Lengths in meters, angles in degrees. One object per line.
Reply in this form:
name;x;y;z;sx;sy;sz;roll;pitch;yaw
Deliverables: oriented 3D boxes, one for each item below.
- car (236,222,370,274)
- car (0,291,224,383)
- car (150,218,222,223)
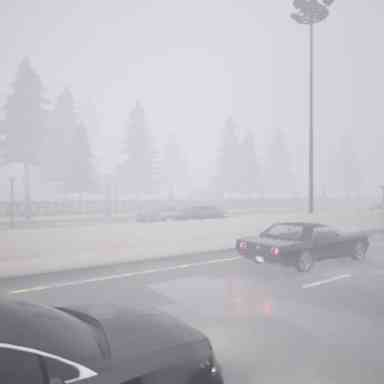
car;3.731;1.621;10.706;4.718;1.301;1.895;0;0;-35
car;-1.954;1.504;2.353;4.892;1.490;1.837;0;0;-35
car;0.079;1.531;21.241;4.892;1.490;1.837;0;0;-35
